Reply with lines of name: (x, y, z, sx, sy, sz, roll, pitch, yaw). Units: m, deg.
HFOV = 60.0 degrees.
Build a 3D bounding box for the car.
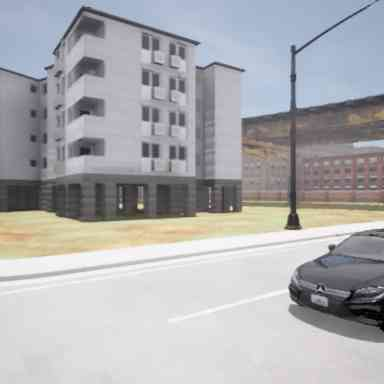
car: (4.002, 1.526, 6.820, 4.674, 1.442, 1.812, 0, 0, -35)
